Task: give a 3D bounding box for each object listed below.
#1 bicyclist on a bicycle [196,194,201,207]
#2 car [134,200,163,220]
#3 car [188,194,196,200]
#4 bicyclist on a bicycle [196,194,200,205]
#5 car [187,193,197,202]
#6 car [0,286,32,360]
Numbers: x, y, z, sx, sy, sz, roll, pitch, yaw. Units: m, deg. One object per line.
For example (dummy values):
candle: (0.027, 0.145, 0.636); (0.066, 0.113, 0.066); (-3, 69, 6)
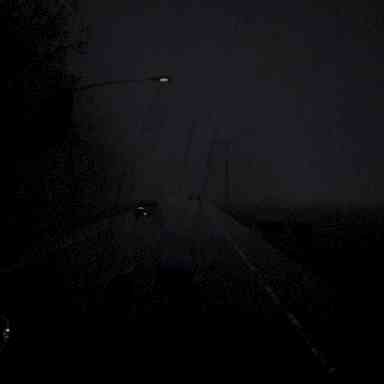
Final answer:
bicyclist on a bicycle: (0.972, 1.173, 45.049); (0.659, 1.776, 1.843); (0, 0, 0)
car: (-3.397, 1.374, 26.615); (2.128, 1.511, 4.902); (0, 0, 0)
car: (0.013, 1.150, 79.510); (1.837, 1.490, 4.892); (0, 0, 0)
bicyclist on a bicycle: (0.972, 1.217, 53.837); (0.582, 1.620, 1.656); (0, 0, 0)
car: (0.012, 1.053, 69.123); (2.097, 1.767, 4.553); (0, 0, 0)
car: (-3.399, 1.535, 2.669); (2.033, 1.411, 5.357); (0, 0, 0)
